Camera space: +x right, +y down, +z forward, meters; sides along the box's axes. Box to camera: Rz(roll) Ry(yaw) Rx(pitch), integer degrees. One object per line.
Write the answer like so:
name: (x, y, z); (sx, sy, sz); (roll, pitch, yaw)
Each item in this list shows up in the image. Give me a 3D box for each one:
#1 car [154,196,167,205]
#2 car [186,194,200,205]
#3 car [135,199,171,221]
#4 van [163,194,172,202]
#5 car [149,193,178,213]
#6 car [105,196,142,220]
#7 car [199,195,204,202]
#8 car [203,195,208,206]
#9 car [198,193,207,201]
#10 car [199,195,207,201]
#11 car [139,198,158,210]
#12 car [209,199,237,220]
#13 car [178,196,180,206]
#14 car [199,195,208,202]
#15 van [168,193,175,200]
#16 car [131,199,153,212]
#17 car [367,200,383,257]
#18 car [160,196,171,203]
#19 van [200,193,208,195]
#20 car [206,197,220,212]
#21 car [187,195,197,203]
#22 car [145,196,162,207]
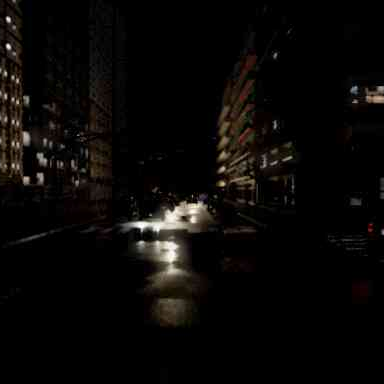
car: (-5.693, 1.500, 60.609); (1.752, 1.417, 4.829); (0, 0, 0)
car: (0.002, 1.452, 57.497); (1.882, 1.535, 5.008); (0, 0, 0)
car: (-3.084, 1.544, 26.952); (1.994, 1.385, 4.181); (0, 0, 1)
van: (-5.693, 1.320, 77.363); (1.690, 1.788, 3.998); (0, 0, 0)
car: (-3.081, 1.193, 37.230); (2.150, 2.045, 5.566); (0, 0, 0)
car: (-5.696, 1.295, 27.614); (2.192, 1.841, 5.009); (0, 0, 0)
car: (2.687, 1.539, 55.251); (1.947, 1.339, 4.313); (0, 0, 0)
car: (2.686, 1.415, 38.668); (1.967, 1.590, 4.097); (0, 0, 0)
car: (2.687, 1.299, 88.417); (2.192, 1.841, 5.009); (0, 0, 0)
car: (2.689, 1.532, 82.889); (2.008, 1.369, 4.403); (0, 0, 0)
car: (-5.694, 1.539, 44.197); (1.947, 1.339, 4.313); (0, 0, 0)
car: (2.686, 1.525, 27.613); (1.887, 1.381, 4.507); (0, 0, 0)
car: (-3.053, 1.196, 50.856); (2.150, 2.045, 5.566); (0, 0, 1)
car: (2.689, 1.524, 77.362); (1.887, 1.381, 4.507); (0, 0, 0)
van: (-5.692, 1.329, 93.945); (1.690, 1.788, 3.998); (0, 0, 0)
car: (-5.694, 1.519, 38.669); (1.887, 1.381, 4.507); (0, 0, 0)
car: (7.867, 1.111, 9.483); (5.566, 2.045, 2.150); (-2, -1, -11)
car: (-5.692, 1.522, 71.835); (1.887, 1.381, 4.507); (0, 0, 0)
van: (2.687, 1.318, 71.834); (1.690, 1.788, 3.998); (0, 0, 0)
car: (2.686, 1.522, 33.140); (1.887, 1.381, 4.507); (0, 0, 0)
car: (0.002, 1.457, 67.919); (2.128, 1.511, 4.902); (0, 0, 0)
car: (-5.694, 1.413, 49.725); (1.967, 1.590, 4.097); (0, 0, 0)
